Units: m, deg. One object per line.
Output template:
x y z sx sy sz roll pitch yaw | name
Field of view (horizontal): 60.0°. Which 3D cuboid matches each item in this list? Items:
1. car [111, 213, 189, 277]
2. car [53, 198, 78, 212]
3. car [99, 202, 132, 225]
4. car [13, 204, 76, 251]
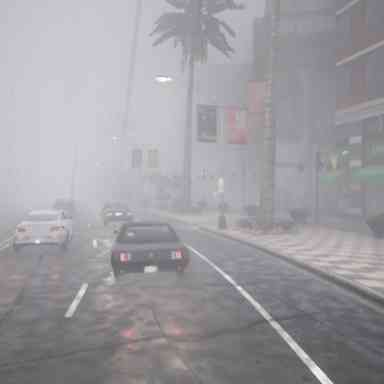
-1.412 1.533 10.069 1.895 1.301 4.718 0 0 -11 | car
-11.248 1.306 29.588 1.837 1.490 4.892 0 0 -19 | car
-5.263 1.394 22.880 2.033 1.411 5.357 0 0 -19 | car
-5.979 1.432 13.712 1.812 1.442 4.674 0 1 -16 | car
